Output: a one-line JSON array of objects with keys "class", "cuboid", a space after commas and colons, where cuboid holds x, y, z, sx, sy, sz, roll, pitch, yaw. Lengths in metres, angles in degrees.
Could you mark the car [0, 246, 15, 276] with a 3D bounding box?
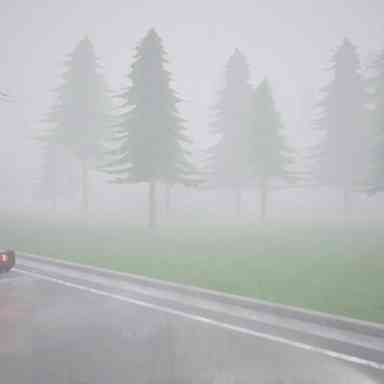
[{"class": "car", "cuboid": [-6.737, 1.623, 8.748, 4.718, 1.301, 1.895, 0, 0, 35]}]
